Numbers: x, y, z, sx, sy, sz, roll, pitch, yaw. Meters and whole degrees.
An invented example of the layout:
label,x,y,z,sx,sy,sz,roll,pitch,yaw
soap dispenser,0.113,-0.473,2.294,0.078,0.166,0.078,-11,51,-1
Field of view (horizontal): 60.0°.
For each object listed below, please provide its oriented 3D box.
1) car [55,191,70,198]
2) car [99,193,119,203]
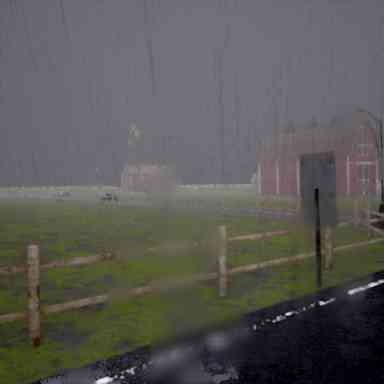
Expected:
label,x,y,z,sx,sy,sz,roll,pitch,yaw
car,-32.266,0.639,83.890,1.837,1.490,4.892,-3,2,-36
car,-13.475,0.906,53.748,1.837,1.490,4.892,-3,2,-36
